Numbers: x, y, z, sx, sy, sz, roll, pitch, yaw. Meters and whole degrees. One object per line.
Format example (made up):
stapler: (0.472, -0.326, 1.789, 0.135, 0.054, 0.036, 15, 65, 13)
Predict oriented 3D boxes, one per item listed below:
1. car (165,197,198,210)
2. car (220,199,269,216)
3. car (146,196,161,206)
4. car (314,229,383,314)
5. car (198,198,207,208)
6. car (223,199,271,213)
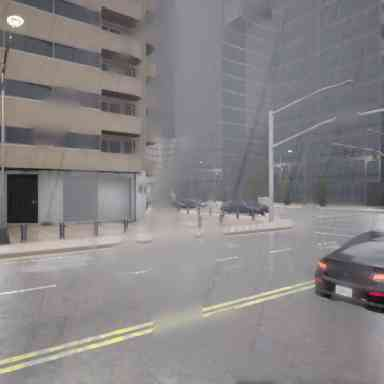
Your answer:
car: (-1.599, 1.509, 41.523, 1.994, 1.385, 4.181, 0, 0, -35)
car: (5.036, 1.492, 32.219, 2.033, 1.411, 5.357, 0, 0, -36)
car: (-6.952, 1.448, 55.272, 1.837, 1.490, 4.892, 0, 0, -35)
car: (4.474, 1.526, 7.004, 4.674, 1.442, 1.812, 0, 0, -35)
car: (0.133, 1.437, 45.144, 2.128, 1.511, 4.902, 0, 0, -35)
car: (6.021, 1.492, 36.822, 2.033, 1.411, 5.357, 0, 0, -36)
